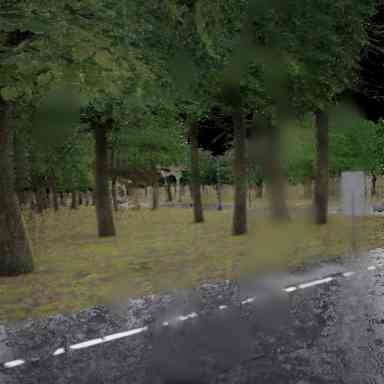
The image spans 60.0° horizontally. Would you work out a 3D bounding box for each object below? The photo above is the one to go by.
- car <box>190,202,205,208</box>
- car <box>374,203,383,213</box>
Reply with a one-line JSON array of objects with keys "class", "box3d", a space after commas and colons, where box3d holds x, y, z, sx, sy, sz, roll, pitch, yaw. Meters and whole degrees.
[{"class": "car", "box3d": [1.275, 3.089, 82.206, 2.128, 1.511, 4.902, -4, 1, -29]}, {"class": "car", "box3d": [26.937, 2.078, 44.984, 1.994, 1.385, 4.181, -4, 1, -36]}]
